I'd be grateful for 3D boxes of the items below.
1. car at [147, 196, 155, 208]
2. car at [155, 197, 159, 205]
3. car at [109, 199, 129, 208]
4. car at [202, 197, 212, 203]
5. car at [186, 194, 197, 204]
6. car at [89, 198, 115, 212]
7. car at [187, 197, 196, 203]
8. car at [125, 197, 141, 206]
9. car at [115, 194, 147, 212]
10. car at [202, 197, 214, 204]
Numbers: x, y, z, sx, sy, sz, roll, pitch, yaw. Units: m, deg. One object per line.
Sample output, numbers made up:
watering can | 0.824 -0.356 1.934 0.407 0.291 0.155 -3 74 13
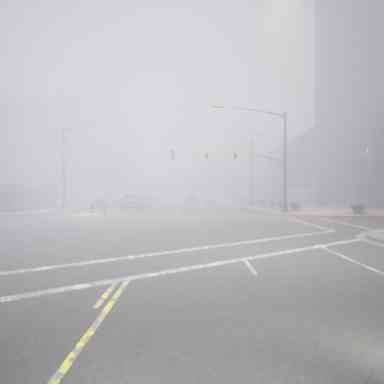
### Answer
car | -7.110 1.401 49.213 2.097 1.767 4.553 0 -1 -1
car | -7.109 1.637 60.593 1.882 1.535 5.008 0 -1 0
car | -10.614 1.643 48.470 1.895 1.301 4.718 0 -1 0
car | 3.417 1.799 78.086 2.033 1.411 5.357 0 -1 0
car | -0.072 1.450 67.697 2.150 2.045 5.566 0 -1 0
car | -10.610 1.467 39.197 2.128 1.511 4.902 0 0 0
car | -0.083 1.812 78.083 1.994 1.385 4.181 0 -1 0
car | -10.603 1.632 60.106 1.882 1.535 5.008 0 0 0
car | -7.112 1.202 39.572 2.150 2.045 5.566 0 0 0
car | 3.427 1.758 68.084 1.812 1.442 4.674 0 -1 0
